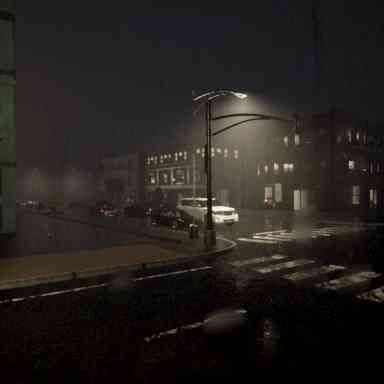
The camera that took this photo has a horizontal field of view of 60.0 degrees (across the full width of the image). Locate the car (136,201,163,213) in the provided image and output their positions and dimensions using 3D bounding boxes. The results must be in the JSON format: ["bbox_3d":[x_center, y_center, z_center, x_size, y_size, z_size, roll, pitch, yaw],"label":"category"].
[{"bbox_3d":[-5.652,1.966,43.943,1.802,1.307,4.206,-2,0,-36],"label":"car"}]

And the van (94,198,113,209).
[{"bbox_3d":[-15.317,1.907,57.450,1.690,1.788,3.998,-1,0,-36],"label":"van"}]

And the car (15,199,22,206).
[{"bbox_3d":[-38.228,2.380,75.086,1.967,1.590,4.097,-1,0,-36],"label":"car"}]

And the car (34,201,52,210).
[{"bbox_3d":[-25.249,2.233,56.939,1.752,1.417,4.829,-1,0,-36],"label":"car"}]

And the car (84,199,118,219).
[{"bbox_3d":[-9.253,1.847,34.564,1.967,1.590,4.097,-1,0,-36],"label":"car"}]

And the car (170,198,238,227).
[{"bbox_3d":[0.942,1.443,24.776,2.150,2.045,5.566,-1,0,-35],"label":"car"}]

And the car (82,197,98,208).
[{"bbox_3d":[-15.411,2.032,53.147,1.882,1.535,5.008,-1,0,-35],"label":"car"}]

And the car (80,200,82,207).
[{"bbox_3d":[-18.538,1.940,61.952,2.192,1.841,5.009,-1,0,-36],"label":"car"}]

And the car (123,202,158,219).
[{"bbox_3d":[-5.010,1.886,33.103,2.033,1.411,5.357,-1,0,-36],"label":"car"}]

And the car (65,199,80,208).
[{"bbox_3d":[-21.472,2.230,61.626,1.994,1.385,4.181,-1,0,-36],"label":"car"}]

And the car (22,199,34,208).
[{"bbox_3d":[-31.787,2.376,66.083,2.008,1.369,4.403,-1,0,-36],"label":"car"}]

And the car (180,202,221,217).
[{"bbox_3d":[0.785,1.810,34.938,2.008,1.369,4.403,-2,0,-36],"label":"car"}]

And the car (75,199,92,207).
[{"bbox_3d":[-21.752,2.228,66.455,1.887,1.381,4.507,-1,0,-36],"label":"car"}]

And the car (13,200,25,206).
[{"bbox_3d":[-41.446,2.547,79.590,2.008,1.369,4.403,-1,0,-36],"label":"car"}]

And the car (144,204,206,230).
[{"bbox_3d":[-1.277,1.815,23.207,1.947,1.339,4.313,-2,0,-36],"label":"car"}]
